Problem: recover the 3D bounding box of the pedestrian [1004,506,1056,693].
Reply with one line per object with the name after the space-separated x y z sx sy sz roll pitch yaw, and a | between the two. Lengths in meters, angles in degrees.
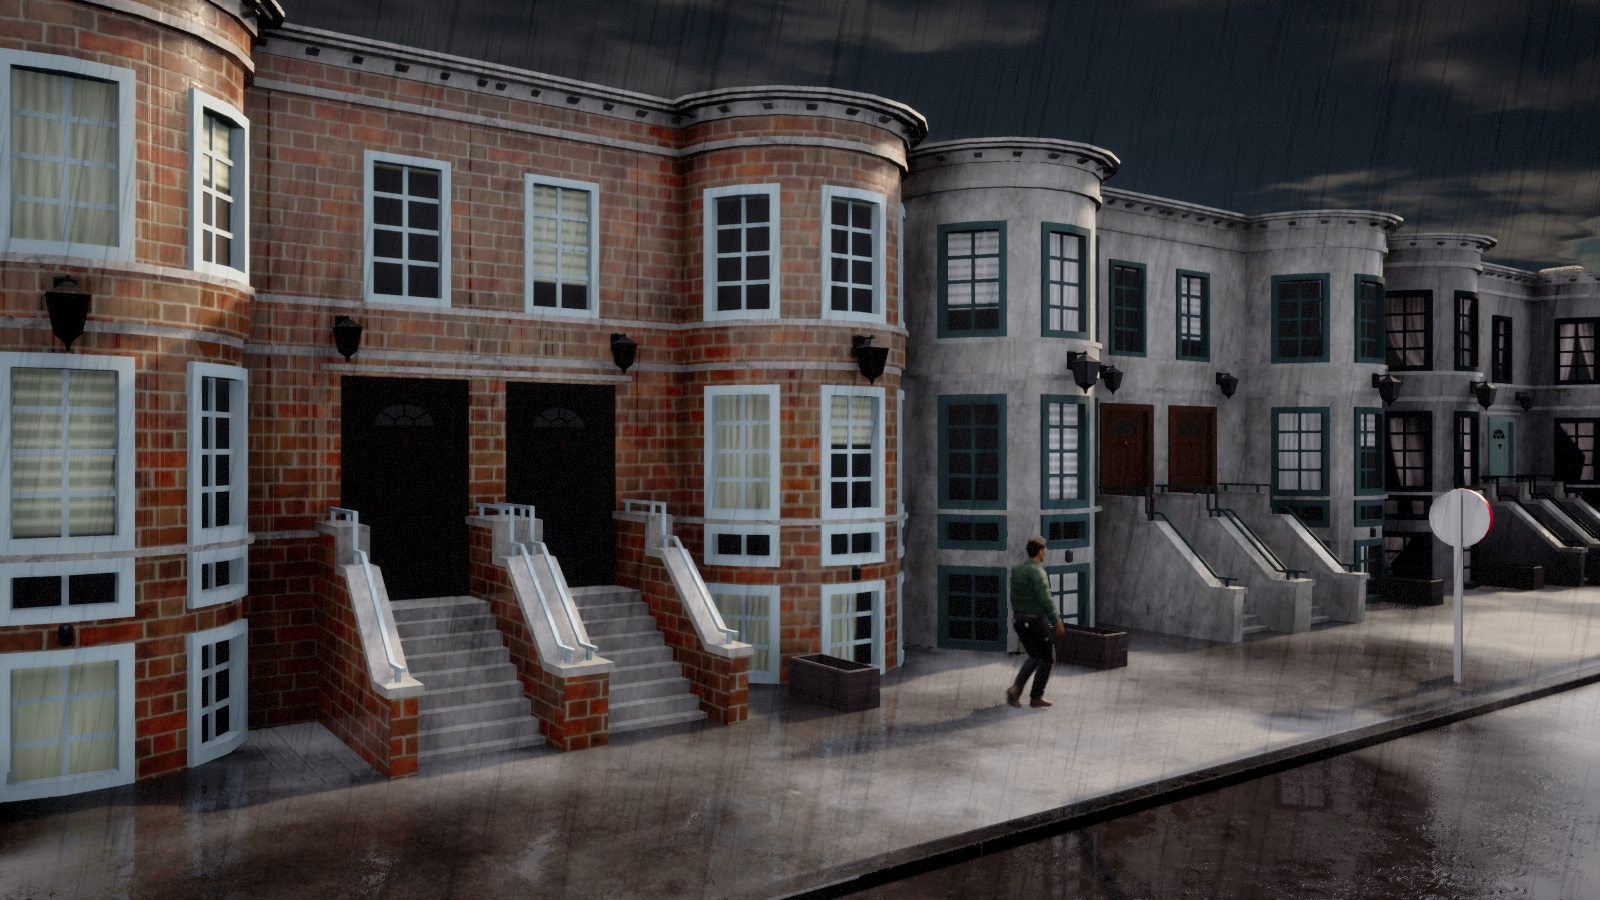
2.371 1.524 11.807 0.375 1.860 0.375 0 0 -27 | pedestrian
